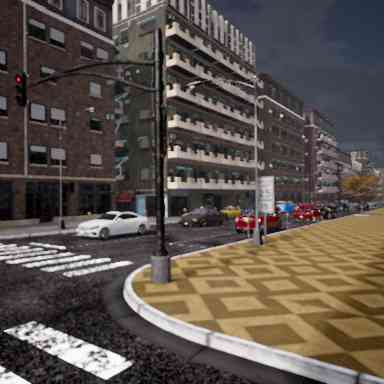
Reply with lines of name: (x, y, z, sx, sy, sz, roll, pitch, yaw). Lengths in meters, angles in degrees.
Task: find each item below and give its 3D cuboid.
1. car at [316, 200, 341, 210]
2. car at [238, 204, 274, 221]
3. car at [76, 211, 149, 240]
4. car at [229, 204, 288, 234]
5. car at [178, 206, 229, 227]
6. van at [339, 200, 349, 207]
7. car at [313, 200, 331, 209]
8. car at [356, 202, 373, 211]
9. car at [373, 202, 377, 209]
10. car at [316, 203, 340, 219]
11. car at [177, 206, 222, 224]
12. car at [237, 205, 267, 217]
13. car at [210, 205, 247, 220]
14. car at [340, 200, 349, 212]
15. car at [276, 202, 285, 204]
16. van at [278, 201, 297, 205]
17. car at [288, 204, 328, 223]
car: (19.256, 2.355, 47.581, 2.128, 1.511, 4.902, -1, -2, 35)
car: (6.893, 2.124, 35.453, 1.882, 1.535, 5.008, -1, -2, 35)
car: (-4.427, 1.864, 19.254, 1.812, 1.442, 4.674, -1, -2, 34)
car: (4.463, 1.803, 21.970, 1.967, 1.590, 4.097, -2, -2, 35)
car: (1.103, 2.036, 27.179, 2.033, 1.411, 5.357, -1, -2, 35)
van: (39.676, 2.984, 86.955, 1.690, 1.788, 3.998, -2, -2, 35)
car: (26.768, 2.603, 68.408, 2.192, 1.841, 5.009, -2, -2, 35)
car: (30.353, 2.635, 59.012, 1.947, 1.339, 4.313, -2, -2, 35)
car: (36.825, 2.797, 68.274, 2.008, 1.369, 4.403, -2, -2, 35)
car: (14.173, 2.193, 35.859, 1.947, 1.339, 4.313, -2, -2, 35)
car: (0.786, 2.103, 31.216, 1.752, 1.417, 4.829, -2, -2, 35)
car: (7.356, 2.323, 40.616, 1.947, 1.339, 4.313, -2, -2, 35)
car: (4.022, 2.192, 35.846, 1.752, 1.417, 4.829, -2, -2, 35)
car: (25.223, 2.531, 56.113, 1.837, 1.490, 4.892, -1, -2, 35)
car: (10.591, 2.390, 45.247, 1.887, 1.381, 4.507, -2, -2, 35)
van: (13.824, 2.275, 49.884, 1.690, 1.788, 3.998, -2, -2, 35)
car: (10.937, 2.084, 31.229, 1.887, 1.381, 4.507, -2, -2, 35)
